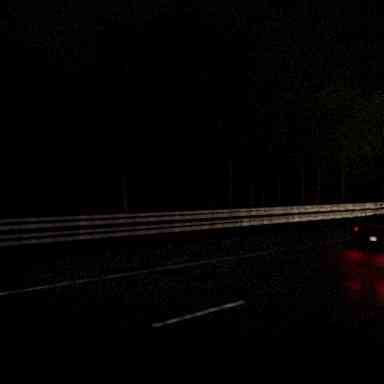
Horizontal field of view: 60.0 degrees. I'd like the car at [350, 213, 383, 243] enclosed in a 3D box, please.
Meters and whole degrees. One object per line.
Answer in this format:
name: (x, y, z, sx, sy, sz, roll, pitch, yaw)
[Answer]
car: (8.974, 1.553, 14.423, 4.718, 1.301, 1.895, 0, 0, -35)
